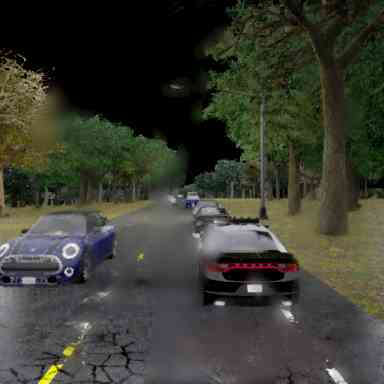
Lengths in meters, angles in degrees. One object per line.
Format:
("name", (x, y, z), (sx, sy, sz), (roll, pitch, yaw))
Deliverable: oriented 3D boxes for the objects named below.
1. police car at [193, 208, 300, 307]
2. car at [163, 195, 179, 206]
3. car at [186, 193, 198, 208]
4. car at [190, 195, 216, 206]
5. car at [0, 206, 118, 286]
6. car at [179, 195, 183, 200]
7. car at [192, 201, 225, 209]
("police car", (1.066, 1.425, 8.210), (1.930, 1.638, 5.238), (0, 0, 0))
("car", (-3.495, 1.382, 52.892), (1.812, 1.442, 4.674), (0, 0, 0))
("car", (0.128, 1.359, 46.887), (1.882, 1.535, 5.008), (0, 0, 1))
("car", (1.094, 1.324, 24.073), (2.097, 1.767, 4.553), (0, 0, 0))
("car", (-3.582, 1.350, 9.551), (2.097, 1.767, 4.553), (0, 0, 0))
("car", (-3.328, 1.462, 93.125), (1.812, 1.442, 4.674), (0, -1, 0))
("car", (1.084, 1.465, 18.102), (1.882, 1.535, 5.008), (0, 0, 0))
